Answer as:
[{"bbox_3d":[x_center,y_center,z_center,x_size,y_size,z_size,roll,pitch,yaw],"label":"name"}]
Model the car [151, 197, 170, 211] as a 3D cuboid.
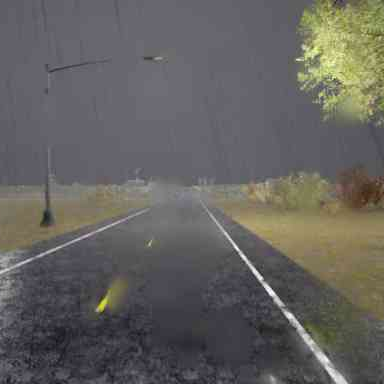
[{"bbox_3d":[-3.588,1.335,38.370,1.837,1.490,4.892,0,0,0],"label":"car"}]
